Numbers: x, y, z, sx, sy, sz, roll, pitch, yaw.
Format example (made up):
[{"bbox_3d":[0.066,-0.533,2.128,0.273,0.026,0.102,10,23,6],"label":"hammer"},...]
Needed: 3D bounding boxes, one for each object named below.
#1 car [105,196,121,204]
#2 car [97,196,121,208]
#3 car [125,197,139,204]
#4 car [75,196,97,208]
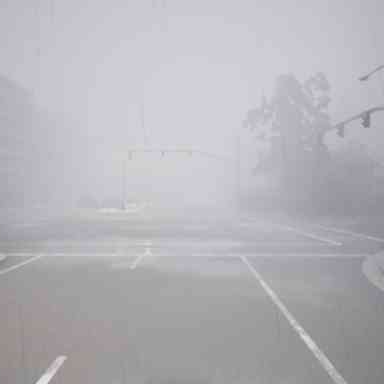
[{"bbox_3d":[-15.065,1.459,63.776,1.837,1.490,4.892,0,0,0],"label":"car"},{"bbox_3d":[-11.612,1.458,48.037,2.128,1.511,4.902,0,0,0],"label":"car"},{"bbox_3d":[-11.564,1.557,64.168,1.895,1.301,4.718,0,0,0],"label":"car"},{"bbox_3d":[-15.109,1.318,47.906,2.097,1.767,4.553,0,0,0],"label":"car"}]
